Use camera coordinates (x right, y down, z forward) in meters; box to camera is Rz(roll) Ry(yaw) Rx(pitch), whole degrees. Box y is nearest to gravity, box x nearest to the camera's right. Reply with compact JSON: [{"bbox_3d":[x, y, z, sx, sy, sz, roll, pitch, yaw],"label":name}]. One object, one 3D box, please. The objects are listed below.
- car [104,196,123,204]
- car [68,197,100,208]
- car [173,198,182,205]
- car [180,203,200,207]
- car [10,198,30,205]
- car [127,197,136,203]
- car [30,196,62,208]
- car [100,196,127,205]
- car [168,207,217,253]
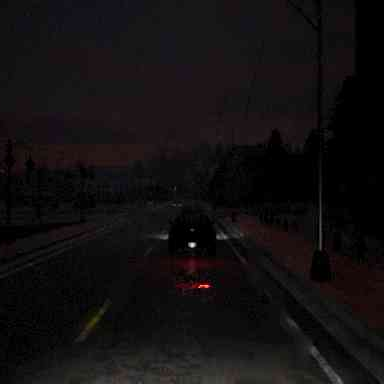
[{"bbox_3d":[-17.602,1.795,75.038,3.866,1.878,1.905,0,-1,0],"label":"car"},{"bbox_3d":[-17.342,1.891,53.547,3.633,1.501,1.845,0,-1,0],"label":"car"},{"bbox_3d":[-3.435,2.272,79.972,2.128,1.511,4.902,0,-1,0],"label":"car"},{"bbox_3d":[0.025,1.875,29.093,1.895,1.301,4.718,0,-1,0],"label":"car"},{"bbox_3d":[-35.744,1.977,68.533,3.633,1.501,1.845,0,-1,0],"label":"car"},{"bbox_3d":[-17.593,1.991,87.832,5.027,1.636,2.152,0,-1,0],"label":"car"},{"bbox_3d":[-24.761,1.929,56.532,3.806,1.475,1.970,0,-1,0],"label":"car"},{"bbox_3d":[-17.192,1.788,72.132,4.605,1.855,1.932,0,-1,0],"label":"car"},{"bbox_3d":[0.015,1.643,14.306,1.837,1.490,4.892,0,0,0],"label":"car"}]
